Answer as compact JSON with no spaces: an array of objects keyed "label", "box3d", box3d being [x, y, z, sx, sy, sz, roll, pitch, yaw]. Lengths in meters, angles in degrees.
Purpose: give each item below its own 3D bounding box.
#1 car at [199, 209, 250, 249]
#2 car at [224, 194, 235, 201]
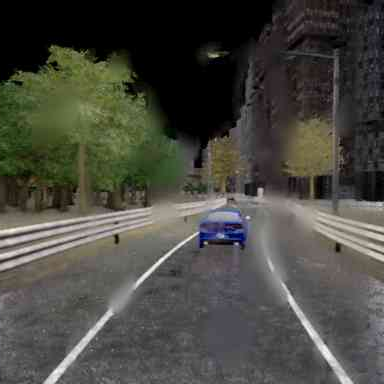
[{"label":"car","box3d":[1.529,1.501,14.835,1.882,1.535,5.008,0,0,11]},{"label":"car","box3d":[8.606,1.303,78.235,2.097,1.767,4.553,0,0,-6]}]
